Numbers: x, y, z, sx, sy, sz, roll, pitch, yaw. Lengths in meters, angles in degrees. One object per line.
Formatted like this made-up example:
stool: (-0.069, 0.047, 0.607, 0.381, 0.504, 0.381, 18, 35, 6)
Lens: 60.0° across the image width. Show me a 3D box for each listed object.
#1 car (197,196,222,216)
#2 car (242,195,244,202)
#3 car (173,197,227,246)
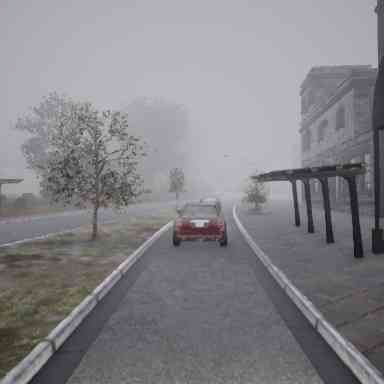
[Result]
car: (1.650, 1.156, 29.418, 1.882, 1.535, 5.008, 0, 0, 6)
car: (10.216, 1.107, 60.691, 2.097, 1.535, 5.008, -1, 0, 13)
car: (0.401, 1.204, 14.514, 2.097, 1.767, 4.553, 0, 1, 3)
